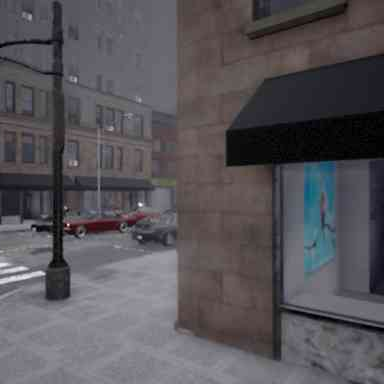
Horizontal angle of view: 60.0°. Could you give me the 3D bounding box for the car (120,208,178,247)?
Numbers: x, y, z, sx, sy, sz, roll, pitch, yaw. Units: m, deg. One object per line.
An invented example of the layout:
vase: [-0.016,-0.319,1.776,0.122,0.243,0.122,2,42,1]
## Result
car: [-0.879,1.638,15.421,2.008,1.369,4.403,0,0,35]

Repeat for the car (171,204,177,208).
car: [0.502,1.618,26.831,1.837,1.490,4.892,0,0,36]

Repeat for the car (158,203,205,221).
car: [-0.835,1.689,29.333,1.947,1.339,4.313,0,0,35]

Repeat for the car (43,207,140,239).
car: [-5.422,1.708,18.502,1.895,1.301,4.718,0,0,35]

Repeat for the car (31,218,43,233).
car: [-7.420,1.682,20.070,1.947,1.339,4.313,0,0,35]

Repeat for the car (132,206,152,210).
car: [-4.127,1.702,24.701,1.802,1.307,4.206,0,0,35]
